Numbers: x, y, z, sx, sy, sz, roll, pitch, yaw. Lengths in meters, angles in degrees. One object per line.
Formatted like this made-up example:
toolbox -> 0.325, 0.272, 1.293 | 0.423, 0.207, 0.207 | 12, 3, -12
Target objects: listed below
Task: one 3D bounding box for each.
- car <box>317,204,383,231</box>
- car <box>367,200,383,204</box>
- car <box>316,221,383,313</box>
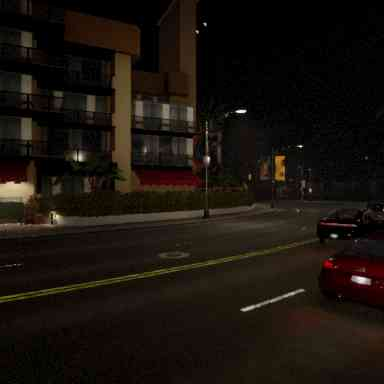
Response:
car -> 7.175, 1.485, 14.669 | 2.128, 1.511, 4.902 | 0, 0, 43
car -> 21.050, 1.586, 37.463 | 1.895, 1.301, 4.718 | 0, 0, 17
car -> 4.577, 1.562, 7.303 | 4.181, 1.385, 1.994 | 0, 0, -40
